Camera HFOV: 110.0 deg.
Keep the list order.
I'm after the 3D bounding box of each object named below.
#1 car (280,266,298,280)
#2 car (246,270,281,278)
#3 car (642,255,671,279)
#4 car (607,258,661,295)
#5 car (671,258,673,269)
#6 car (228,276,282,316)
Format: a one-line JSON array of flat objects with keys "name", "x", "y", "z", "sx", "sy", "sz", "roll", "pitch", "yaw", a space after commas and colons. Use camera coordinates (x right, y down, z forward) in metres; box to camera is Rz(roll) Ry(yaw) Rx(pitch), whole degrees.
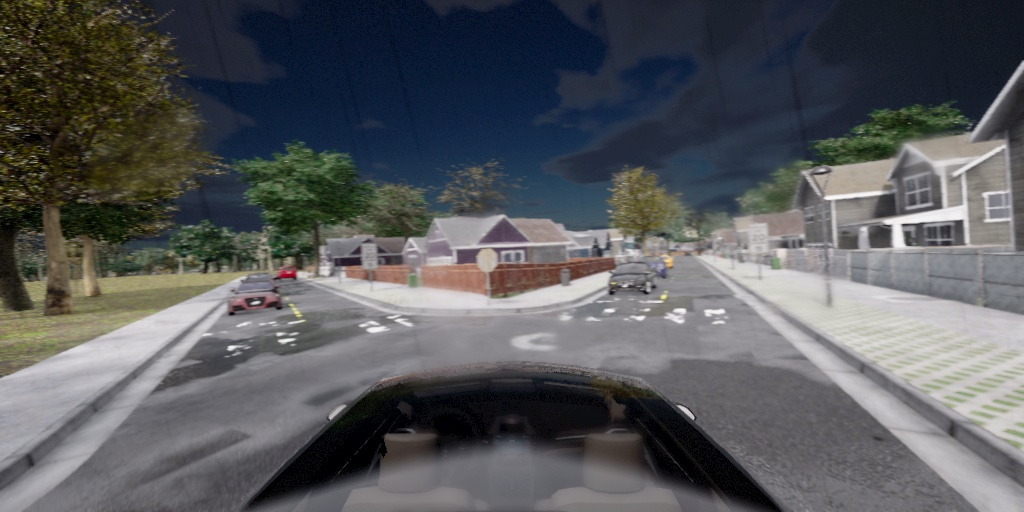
[{"name": "car", "x": -32.107, "y": 2.473, "z": 51.279, "sx": 2.150, "sy": 2.045, "sz": 5.566, "roll": -4, "pitch": 1, "yaw": -35}, {"name": "car", "x": -18.039, "y": 1.990, "z": 25.597, "sx": 2.097, "sy": 1.767, "sz": 4.553, "roll": -4, "pitch": 0, "yaw": -34}, {"name": "car", "x": 10.567, "y": 0.756, "z": 27.200, "sx": 2.097, "sy": 1.767, "sz": 4.553, "roll": -4, "pitch": -1, "yaw": 26}, {"name": "car", "x": 6.173, "y": 1.063, "z": 18.264, "sx": 1.837, "sy": 1.490, "sz": 4.892, "roll": -4, "pitch": -1, "yaw": 28}, {"name": "car", "x": 16.910, "y": 0.667, "z": 40.205, "sx": 1.882, "sy": 1.535, "sz": 5.008, "roll": -4, "pitch": -1, "yaw": 26}, {"name": "car", "x": -12.367, "y": 1.928, "z": 17.347, "sx": 1.994, "sy": 1.385, "sz": 4.181, "roll": -4, "pitch": 0, "yaw": -34}]
